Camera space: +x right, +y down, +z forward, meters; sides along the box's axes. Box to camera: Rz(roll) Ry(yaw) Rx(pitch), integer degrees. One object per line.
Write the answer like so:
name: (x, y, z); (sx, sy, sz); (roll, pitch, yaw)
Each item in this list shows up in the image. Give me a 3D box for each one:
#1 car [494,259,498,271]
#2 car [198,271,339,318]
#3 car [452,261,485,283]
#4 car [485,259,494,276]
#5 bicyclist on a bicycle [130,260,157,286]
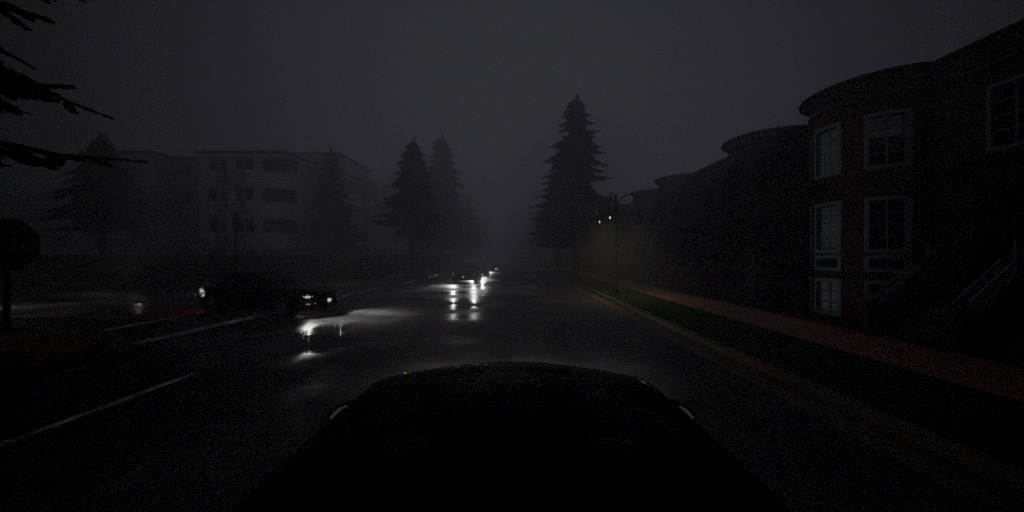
car: (-3.329, 1.312, 47.456); (1.994, 1.385, 4.181); (0, 0, 1)
car: (-8.596, 1.272, 12.755); (4.892, 1.490, 1.837); (0, -1, 12)
car: (-3.448, 1.254, 27.927); (1.837, 1.490, 4.892); (0, 0, 0)
car: (-3.396, 1.240, 37.434); (2.128, 1.511, 4.902); (0, 0, 0)
bicyclist on a bicycle: (-23.152, 1.072, 22.568); (0.582, 1.620, 1.656); (0, 0, 1)
